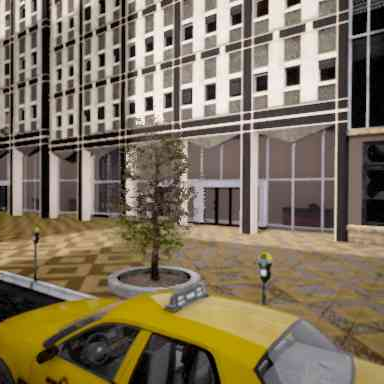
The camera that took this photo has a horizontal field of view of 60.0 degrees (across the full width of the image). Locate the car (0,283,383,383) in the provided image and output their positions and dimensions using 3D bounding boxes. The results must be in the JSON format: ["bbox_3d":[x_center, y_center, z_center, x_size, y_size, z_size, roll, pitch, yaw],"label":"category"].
[{"bbox_3d":[-0.254,1.525,3.043,4.829,1.417,1.752,0,1,35],"label":"car"}]
